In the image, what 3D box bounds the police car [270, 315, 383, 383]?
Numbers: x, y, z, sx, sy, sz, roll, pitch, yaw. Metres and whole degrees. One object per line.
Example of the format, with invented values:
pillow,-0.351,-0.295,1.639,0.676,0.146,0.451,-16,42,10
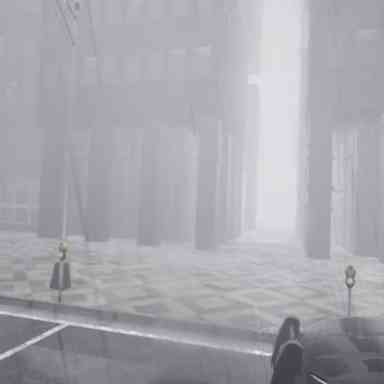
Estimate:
police car,3.404,1.729,3.003,5.238,1.638,1.930,2,-3,16
